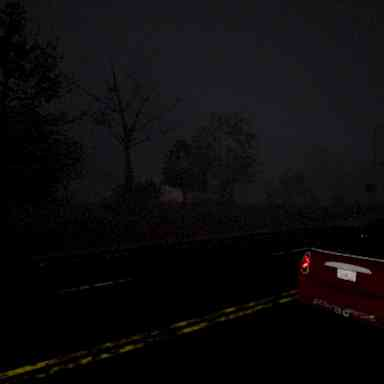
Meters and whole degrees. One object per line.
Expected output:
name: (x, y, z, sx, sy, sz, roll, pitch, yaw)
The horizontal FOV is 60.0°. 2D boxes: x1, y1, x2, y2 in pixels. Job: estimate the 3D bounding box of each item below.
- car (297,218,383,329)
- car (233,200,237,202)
car: (4.126, 1.286, 6.390, 4.553, 1.767, 2.097, -1, 0, -35)
car: (7.170, 1.363, 67.590, 1.882, 1.535, 5.008, 1, -1, -33)
